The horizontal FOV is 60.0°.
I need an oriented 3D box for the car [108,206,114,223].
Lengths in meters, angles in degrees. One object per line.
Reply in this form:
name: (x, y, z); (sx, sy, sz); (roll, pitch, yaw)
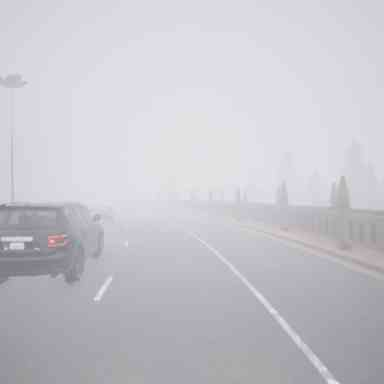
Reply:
car: (-7.467, 1.789, 27.285); (1.895, 1.301, 4.718); (0, 0, -15)

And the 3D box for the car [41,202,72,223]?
car: (-11.790, 1.725, 29.311); (2.128, 1.511, 4.902); (0, 0, -18)

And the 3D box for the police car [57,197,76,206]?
police car: (-26.808, 2.002, 71.116); (1.930, 1.638, 5.238); (0, 0, -42)

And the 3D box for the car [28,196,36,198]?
car: (-39.618, 1.982, 83.059); (5.566, 2.045, 2.150); (-1, 0, 38)

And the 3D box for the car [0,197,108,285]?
car: (-4.090, 1.289, 9.911); (2.150, 2.045, 5.566); (0, 0, -6)
